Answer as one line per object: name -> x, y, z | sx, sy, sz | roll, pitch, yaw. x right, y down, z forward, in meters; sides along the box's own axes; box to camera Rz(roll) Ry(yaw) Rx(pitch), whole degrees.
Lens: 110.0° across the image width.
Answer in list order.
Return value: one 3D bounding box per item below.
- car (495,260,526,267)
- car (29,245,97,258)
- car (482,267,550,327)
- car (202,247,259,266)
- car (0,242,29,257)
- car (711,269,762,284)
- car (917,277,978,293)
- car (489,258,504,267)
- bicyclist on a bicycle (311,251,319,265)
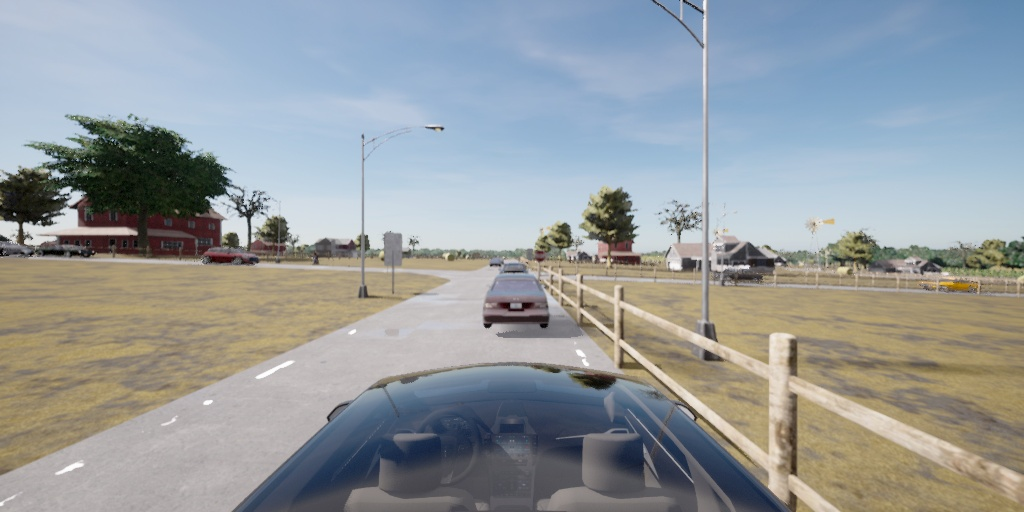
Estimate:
car -> 0.162, 1.175, 22.612 | 1.837, 1.490, 4.892 | 0, 0, 2
car -> -47.443, -0.483, 38.072 | 4.718, 1.301, 1.895 | 2, 0, 1
car -> 0.111, 1.255, 11.293 | 2.033, 1.411, 5.357 | 0, 0, 0
car -> -27.477, -0.010, 35.156 | 4.553, 1.767, 2.097 | 2, 0, 0
car -> -50.112, -0.676, 35.256 | 4.902, 1.511, 2.128 | 2, 0, 0
car -> 23.782, 2.114, 38.065 | 4.892, 1.490, 1.837 | 2, 0, 0
car -> 46.052, 3.014, 37.979 | 5.008, 1.535, 1.882 | 3, 0, 1
car -> -2.702, 1.122, 58.285 | 2.033, 1.411, 5.357 | 0, 0, 1
bicyclist on a bicycle -> -22.534, 0.267, 41.137 | 0.582, 1.620, 1.656 | 2, 0, 0
